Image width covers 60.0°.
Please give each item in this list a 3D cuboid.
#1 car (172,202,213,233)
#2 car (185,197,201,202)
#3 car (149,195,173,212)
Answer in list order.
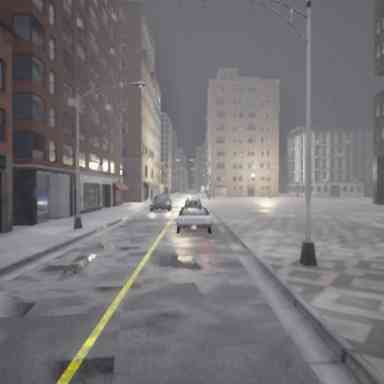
[{"bbox_3d":[0.108,1.439,18.597,1.895,1.301,4.718,0,1,0],"label":"car"},{"bbox_3d":[0.118,1.265,38.557,1.895,1.301,4.718,0,1,0],"label":"car"},{"bbox_3d":[-3.072,1.057,33.891,2.097,1.767,4.553,0,0,0],"label":"car"}]
